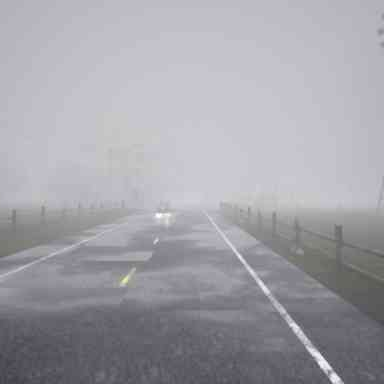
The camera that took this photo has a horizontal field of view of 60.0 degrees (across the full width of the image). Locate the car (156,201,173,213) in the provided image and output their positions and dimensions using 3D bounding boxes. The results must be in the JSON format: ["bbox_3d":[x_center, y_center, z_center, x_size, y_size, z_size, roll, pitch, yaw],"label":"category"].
[{"bbox_3d":[-3.556,1.891,43.555,2.128,1.511,4.902,0,-1,0],"label":"car"}]
